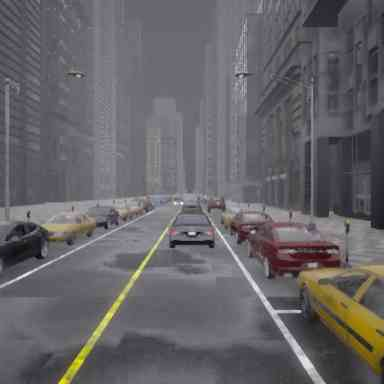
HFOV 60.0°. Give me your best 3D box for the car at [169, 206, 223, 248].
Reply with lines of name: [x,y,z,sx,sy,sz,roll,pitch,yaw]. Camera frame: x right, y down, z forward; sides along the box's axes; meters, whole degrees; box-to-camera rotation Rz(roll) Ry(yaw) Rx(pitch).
car: [0.000,1.563,14.651,2.033,1.411,5.357,0,0,0]

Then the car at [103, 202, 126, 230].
car: [-5.765,1.566,21.120,1.947,1.339,4.313,0,0,0]

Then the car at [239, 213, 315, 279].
car: [2.760,1.543,9.847,1.887,1.381,4.507,0,0,0]

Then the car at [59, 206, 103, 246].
car: [-5.765,1.524,15.309,1.752,1.417,4.829,0,0,0]

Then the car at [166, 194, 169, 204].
car: [-5.765,1.576,60.605,2.008,1.369,4.403,0,0,0]

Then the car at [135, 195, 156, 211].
car: [-5.766,1.322,38.043,2.192,1.841,5.009,0,0,0]

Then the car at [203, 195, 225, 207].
car: [2.759,1.322,38.050,2.192,1.841,5.009,0,0,0]

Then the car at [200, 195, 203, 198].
car: [2.760,1.571,54.971,2.008,1.369,4.403,0,0,0]

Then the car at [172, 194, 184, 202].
car: [-3.000,1.598,75.926,1.895,1.301,4.718,0,0,0]

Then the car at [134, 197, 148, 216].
car: [-5.765,1.530,32.232,1.752,1.417,4.829,0,0,0]

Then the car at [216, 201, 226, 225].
car: [2.760,1.526,21.298,1.752,1.417,4.829,0,0,0]

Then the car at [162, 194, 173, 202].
car: [-5.766,1.360,77.528,2.192,1.841,5.009,0,0,0]

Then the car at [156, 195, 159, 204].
car: [-5.765,1.536,43.513,1.752,1.417,4.829,0,0,0]

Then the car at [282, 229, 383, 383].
car: [2.760,1.523,4.377,1.752,1.417,4.829,0,0,0]

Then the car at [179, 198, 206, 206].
car: [0.000,1.521,29.651,1.837,1.490,4.892,0,0,0]

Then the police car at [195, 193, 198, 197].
police car: [2.366,1.480,85.669,1.930,1.638,5.238,0,0,0]

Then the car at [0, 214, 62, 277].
car: [-5.765,1.564,9.839,1.947,1.339,4.313,0,0,0]

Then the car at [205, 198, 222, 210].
car: [2.760,1.562,43.690,2.008,1.369,4.403,0,0,0]

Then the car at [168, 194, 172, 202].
car: [-5.766,1.347,66.246,2.192,1.841,5.009,0,0,0]

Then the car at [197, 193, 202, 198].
car: [2.759,1.479,71.892,1.967,1.590,4.097,0,0,0]

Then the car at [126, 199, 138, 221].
car: [-5.765,1.527,26.591,1.752,1.417,4.829,0,0,0]

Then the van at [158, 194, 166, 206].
van: [-5.766,1.361,54.965,1.690,1.788,3.998,0,0,0]

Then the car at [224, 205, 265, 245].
car: [2.760,1.544,15.488,1.887,1.381,4.507,0,0,0]
